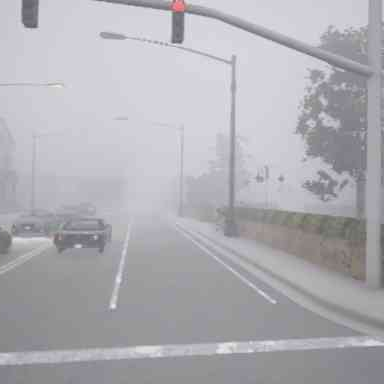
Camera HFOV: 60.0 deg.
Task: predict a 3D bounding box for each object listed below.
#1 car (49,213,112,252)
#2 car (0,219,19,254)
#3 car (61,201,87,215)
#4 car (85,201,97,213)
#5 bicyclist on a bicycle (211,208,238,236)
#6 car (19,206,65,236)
[{"bbox_3d":[-4.718,1.827,15.026,1.895,1.301,4.718,1,-1,-9],"label":"car"},{"bbox_3d":[-7.808,1.659,11.342,1.994,1.385,4.181,1,-1,-9],"label":"car"},{"bbox_3d":[-10.756,1.852,28.945,1.882,1.535,5.008,1,-1,-10],"label":"car"},{"bbox_3d":[-12.372,1.882,38.736,2.097,1.767,4.553,1,-1,-9],"label":"car"},{"bbox_3d":[1.839,1.737,19.659,1.656,1.620,0.582,-7,-20,-13],"label":"bicyclist on a bicycle"},{"bbox_3d":[-9.278,1.797,20.039,1.994,1.385,4.181,1,-1,-10],"label":"car"}]
